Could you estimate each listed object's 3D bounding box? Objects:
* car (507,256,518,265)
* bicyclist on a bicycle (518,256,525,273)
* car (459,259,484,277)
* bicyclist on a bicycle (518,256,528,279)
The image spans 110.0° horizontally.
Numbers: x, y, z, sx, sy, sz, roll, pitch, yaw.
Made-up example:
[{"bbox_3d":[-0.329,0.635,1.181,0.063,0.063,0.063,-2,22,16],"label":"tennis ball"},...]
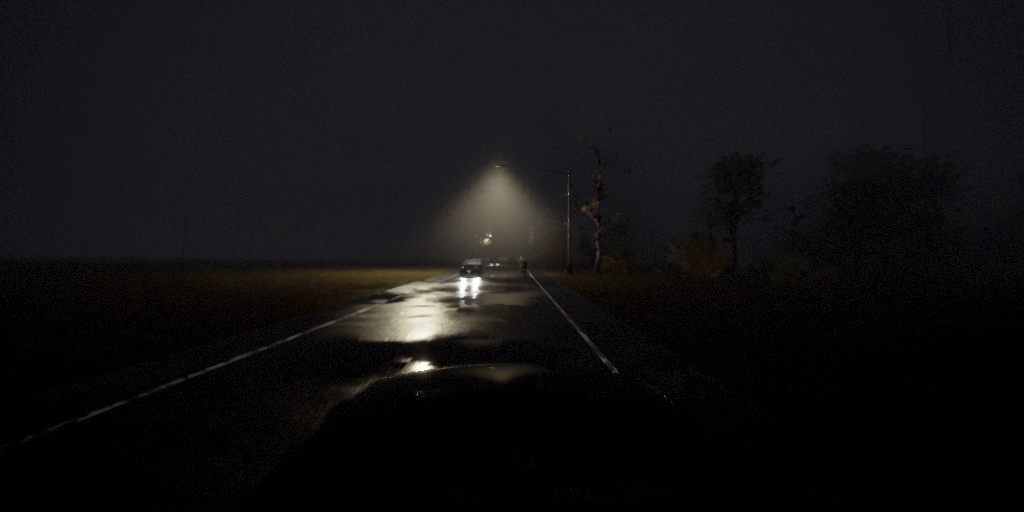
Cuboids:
[{"bbox_3d":[0.042,0.873,64.003,1.994,1.385,4.181,0,0,1],"label":"car"},{"bbox_3d":[0.969,0.863,37.868,0.659,1.776,1.843,0,1,0],"label":"bicyclist on a bicycle"},{"bbox_3d":[-3.576,1.020,32.557,2.128,1.511,4.902,0,1,0],"label":"car"},{"bbox_3d":[0.968,1.014,28.139,0.582,1.620,1.656,0,0,0],"label":"bicyclist on a bicycle"}]
